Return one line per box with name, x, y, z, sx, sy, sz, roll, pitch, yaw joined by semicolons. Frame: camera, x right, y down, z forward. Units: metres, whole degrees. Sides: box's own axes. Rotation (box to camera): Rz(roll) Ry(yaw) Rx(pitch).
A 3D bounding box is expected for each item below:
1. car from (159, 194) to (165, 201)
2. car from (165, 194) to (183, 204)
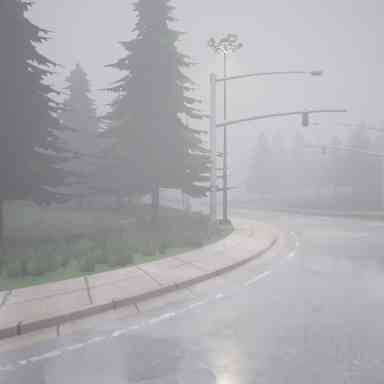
car;-7.033;1.186;75.158;2.150;2.045;5.566;0;0;-21
car;-3.165;1.547;65.415;2.033;1.411;5.357;0;0;-21
